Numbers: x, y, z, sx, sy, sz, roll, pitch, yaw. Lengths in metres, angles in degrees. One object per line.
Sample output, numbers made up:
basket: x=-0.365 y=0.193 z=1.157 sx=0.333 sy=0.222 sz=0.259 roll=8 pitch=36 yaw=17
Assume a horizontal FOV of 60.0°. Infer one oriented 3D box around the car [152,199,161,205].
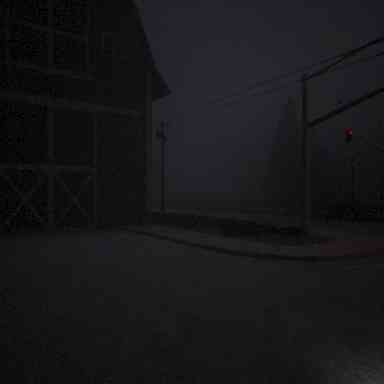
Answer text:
car: x=-6.412 y=1.733 z=49.778 sx=1.895 sy=1.301 sz=4.718 roll=0 pitch=0 yaw=-34
